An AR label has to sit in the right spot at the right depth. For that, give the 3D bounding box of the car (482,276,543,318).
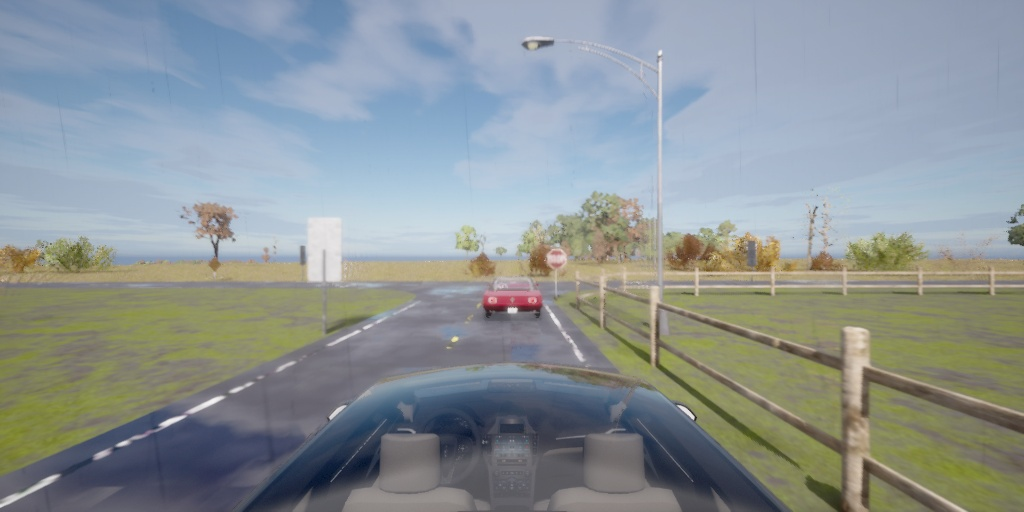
[{"bbox_3d":[0.050,1.386,13.163,1.895,1.301,4.718,0,0,1],"label":"car"}]

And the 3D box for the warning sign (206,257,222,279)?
[{"bbox_3d":[-25.382,1.018,30.604,1.060,1.860,1.300,0,0,0],"label":"warning sign"}]
